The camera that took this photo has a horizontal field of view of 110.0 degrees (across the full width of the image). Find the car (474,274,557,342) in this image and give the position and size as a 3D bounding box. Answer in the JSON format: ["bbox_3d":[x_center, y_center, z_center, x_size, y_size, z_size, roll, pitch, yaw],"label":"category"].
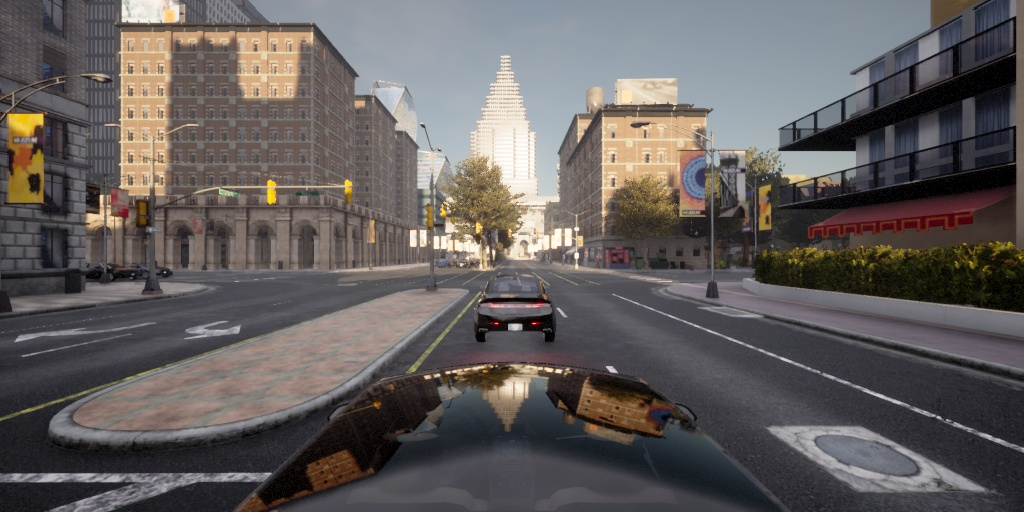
[{"bbox_3d":[0.079,1.242,9.756,2.128,1.511,4.902,0,0,0],"label":"car"}]

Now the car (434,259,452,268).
[{"bbox_3d":[-11.554,1.227,59.987,1.882,1.535,5.008,0,0,0],"label":"car"}]

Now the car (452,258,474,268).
[{"bbox_3d":[-8.058,1.241,59.573,2.128,1.511,4.902,0,0,0],"label":"car"}]

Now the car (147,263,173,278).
[{"bbox_3d":[-33.636,1.314,32.670,4.181,1.385,1.994,0,0,-1],"label":"car"}]

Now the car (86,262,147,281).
[{"bbox_3d":[-33.348,1.228,29.178,5.008,1.535,1.882,0,0,0],"label":"car"}]
